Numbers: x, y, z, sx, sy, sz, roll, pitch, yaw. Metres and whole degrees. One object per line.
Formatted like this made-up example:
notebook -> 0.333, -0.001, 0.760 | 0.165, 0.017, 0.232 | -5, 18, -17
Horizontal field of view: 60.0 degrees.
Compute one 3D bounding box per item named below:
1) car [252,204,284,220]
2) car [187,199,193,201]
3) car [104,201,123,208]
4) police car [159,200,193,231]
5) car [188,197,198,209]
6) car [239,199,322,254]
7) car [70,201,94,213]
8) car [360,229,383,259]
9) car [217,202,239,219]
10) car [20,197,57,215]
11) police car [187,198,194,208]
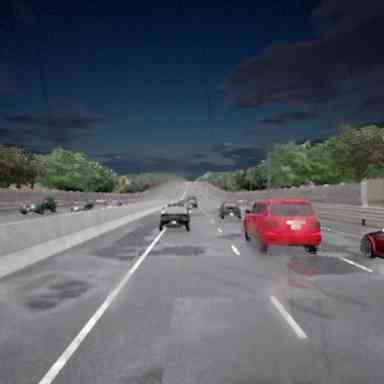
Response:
car -> 7.092, 1.863, 31.492 | 1.895, 1.301, 4.718 | 0, -1, 0
car -> -1.058, 1.744, 31.847 | 1.882, 1.535, 5.008 | 0, -1, 0
car -> -10.595, 1.929, 45.188 | 2.128, 1.511, 4.902 | 0, -1, 0
police car -> -1.056, 1.589, 21.949 | 1.930, 1.638, 5.238 | 0, -1, 0
car -> -0.015, 2.075, 56.354 | 1.882, 1.535, 5.008 | 0, -1, 0
car -> 3.597, 1.320, 14.187 | 2.150, 2.045, 5.566 | 0, 0, 0
car -> -14.093, 1.896, 42.866 | 2.128, 1.511, 4.902 | 0, -1, 0
car -> 7.098, 1.634, 10.377 | 1.994, 1.385, 4.181 | 0, 0, 0
car -> 3.592, 1.778, 32.433 | 1.837, 1.490, 4.892 | 0, -1, 0
car -> -17.598, 1.569, 38.469 | 2.150, 2.045, 5.566 | 0, -1, 0
police car -> -1.060, 1.764, 37.963 | 1.930, 1.638, 5.238 | 0, -1, 0
